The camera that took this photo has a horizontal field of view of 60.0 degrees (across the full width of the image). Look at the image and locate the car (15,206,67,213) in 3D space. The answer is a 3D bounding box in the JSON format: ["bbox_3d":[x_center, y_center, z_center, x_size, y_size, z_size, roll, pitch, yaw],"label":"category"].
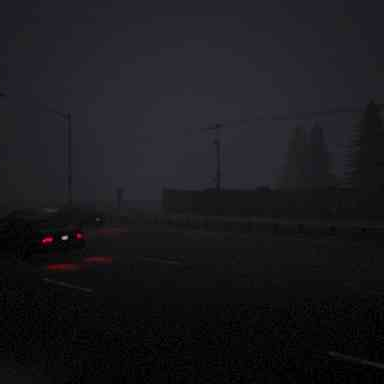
[{"bbox_3d":[-9.676,1.683,19.548,4.674,1.442,1.812,-1,0,36],"label":"car"}]

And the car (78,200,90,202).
[{"bbox_3d":[-15.455,1.862,46.207,5.357,1.411,2.033,0,0,-22],"label":"car"}]

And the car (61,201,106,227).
[{"bbox_3d":[-8.057,1.635,22.711,5.008,1.535,1.882,-1,0,36],"label":"car"}]

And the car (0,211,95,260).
[{"bbox_3d":[-6.414,1.651,12.915,5.357,1.411,2.033,-1,0,36],"label":"car"}]
